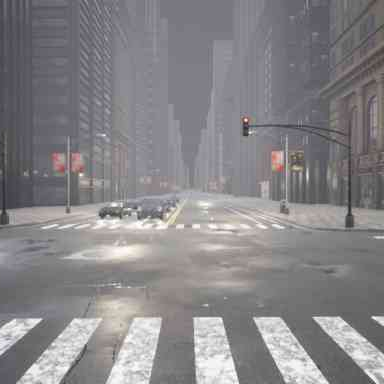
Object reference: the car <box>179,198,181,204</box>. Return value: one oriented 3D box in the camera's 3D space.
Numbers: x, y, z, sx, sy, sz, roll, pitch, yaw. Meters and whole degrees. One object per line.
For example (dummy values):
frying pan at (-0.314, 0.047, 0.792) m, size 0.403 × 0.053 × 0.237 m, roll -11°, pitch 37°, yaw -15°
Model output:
car at (-3.245, 1.483, 63.826) m, size 1.837 × 1.490 × 4.892 m, roll 0°, pitch 0°, yaw 0°

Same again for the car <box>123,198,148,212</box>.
car at (-6.586, 1.521, 39.465) m, size 2.033 × 1.411 × 5.357 m, roll 0°, pitch 0°, yaw 0°

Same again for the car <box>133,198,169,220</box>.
car at (-3.340, 1.336, 28.109) m, size 2.097 × 1.767 × 4.553 m, roll 0°, pitch 0°, yaw 0°

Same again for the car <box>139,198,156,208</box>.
car at (-6.588, 1.563, 49.551) m, size 1.895 × 1.301 × 4.718 m, roll 0°, pitch 0°, yaw 0°

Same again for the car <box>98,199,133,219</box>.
car at (-6.564, 1.531, 29.366) m, size 2.033 × 1.411 × 5.357 m, roll 0°, pitch 0°, yaw 4°

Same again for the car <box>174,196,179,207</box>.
car at (-3.341, 1.528, 47.831) m, size 1.994 × 1.385 × 4.181 m, roll 0°, pitch 0°, yaw 0°

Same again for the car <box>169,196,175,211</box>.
car at (-3.338, 1.523, 37.584) m, size 2.033 × 1.411 × 5.357 m, roll 0°, pitch 0°, yaw 0°
